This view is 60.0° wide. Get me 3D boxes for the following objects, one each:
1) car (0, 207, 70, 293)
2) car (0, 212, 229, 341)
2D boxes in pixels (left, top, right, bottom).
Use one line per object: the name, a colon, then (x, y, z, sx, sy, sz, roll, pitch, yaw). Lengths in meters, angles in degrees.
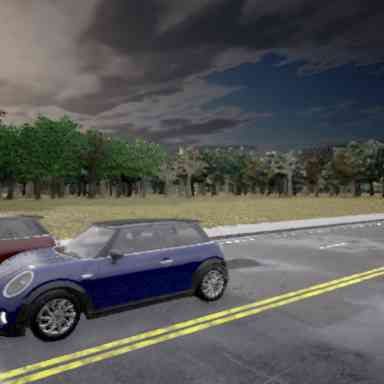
car: (-5.473, 1.352, 7.764, 4.553, 1.767, 2.097, 0, 0, -36)
car: (-1.476, 1.346, 6.623, 4.553, 1.767, 2.097, 0, 0, -36)
